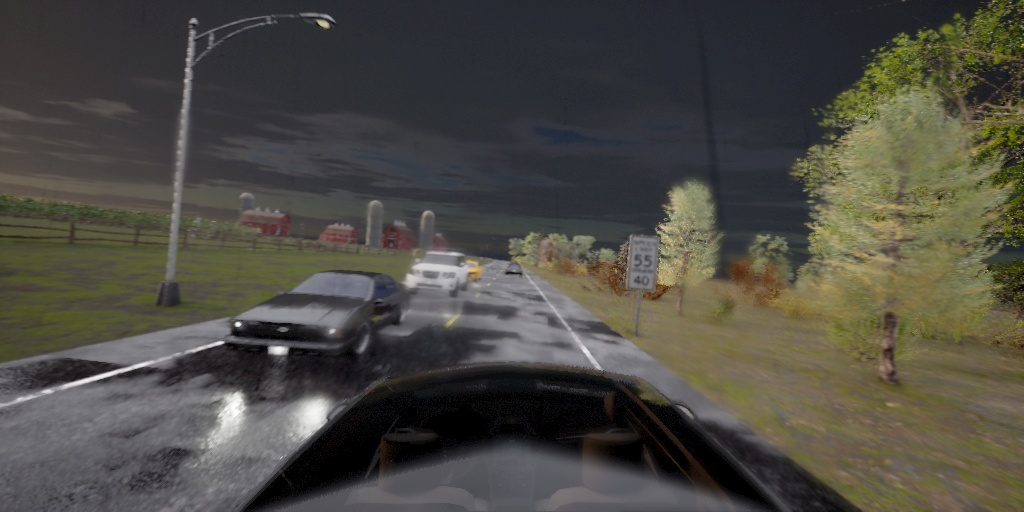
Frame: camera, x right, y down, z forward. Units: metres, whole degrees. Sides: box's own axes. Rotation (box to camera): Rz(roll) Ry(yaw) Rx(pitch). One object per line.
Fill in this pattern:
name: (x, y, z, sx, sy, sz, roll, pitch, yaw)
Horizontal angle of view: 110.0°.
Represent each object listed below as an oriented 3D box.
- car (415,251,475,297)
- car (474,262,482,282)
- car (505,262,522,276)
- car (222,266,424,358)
car: (-3.467, 0.790, 18.021, 2.150, 2.045, 5.566, 5, 0, 0)
car: (-3.415, 1.129, 28.230, 1.882, 1.535, 5.008, 5, 0, 0)
car: (0.270, 1.649, 43.305, 1.994, 1.385, 4.181, 5, 0, 1)
car: (-3.611, 1.032, 8.011, 2.033, 1.411, 5.357, 5, 0, -3)
